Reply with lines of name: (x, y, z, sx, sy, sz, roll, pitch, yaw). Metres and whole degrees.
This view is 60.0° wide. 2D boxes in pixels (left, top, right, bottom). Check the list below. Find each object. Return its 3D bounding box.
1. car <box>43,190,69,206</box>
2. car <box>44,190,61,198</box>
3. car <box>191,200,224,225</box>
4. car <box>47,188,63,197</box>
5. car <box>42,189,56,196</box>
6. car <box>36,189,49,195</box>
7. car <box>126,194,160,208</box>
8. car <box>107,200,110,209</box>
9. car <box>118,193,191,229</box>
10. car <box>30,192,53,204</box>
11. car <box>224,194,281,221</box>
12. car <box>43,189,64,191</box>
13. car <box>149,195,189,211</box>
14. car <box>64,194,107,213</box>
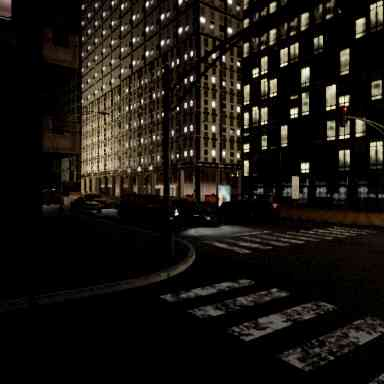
car: (-15.631, 0.827, 37.257, 2.008, 1.369, 4.403, 2, 0, -36)
car: (-25.516, 0.382, 60.618, 1.994, 1.385, 4.181, 0, 1, -36)
car: (-0.480, 1.204, 20.849, 1.837, 1.490, 4.892, 0, 1, -36)
car: (-28.500, 0.099, 69.141, 1.967, 1.590, 4.097, 1, 0, -36)
car: (-31.770, 0.097, 73.625, 1.887, 1.381, 4.507, 1, 0, -36)
car: (-35.038, -0.010, 78.107, 1.887, 1.381, 4.507, 1, 0, -36)
car: (-5.631, 0.966, 37.764, 1.947, 1.339, 4.313, 1, 0, -36)
car: (-9.917, 0.924, 33.803, 1.812, 1.442, 4.674, 0, 1, -36)
car: (-2.557, 1.008, 19.330, 2.192, 1.841, 5.009, 2, 0, -36)
car: (-18.898, 0.753, 41.738, 1.802, 1.307, 4.206, 2, 0, -36)
car: (4.178, 1.027, 24.315, 2.192, 1.841, 5.009, 1, 0, -36)
car: (-20.829, 0.557, 48.930, 1.882, 1.535, 5.008, 0, 1, -36)
car: (-2.363, 1.070, 33.281, 1.947, 1.339, 4.313, 1, 0, -36)
car: (-9.098, 1.067, 28.294, 1.802, 1.307, 4.206, 2, 0, -36)
